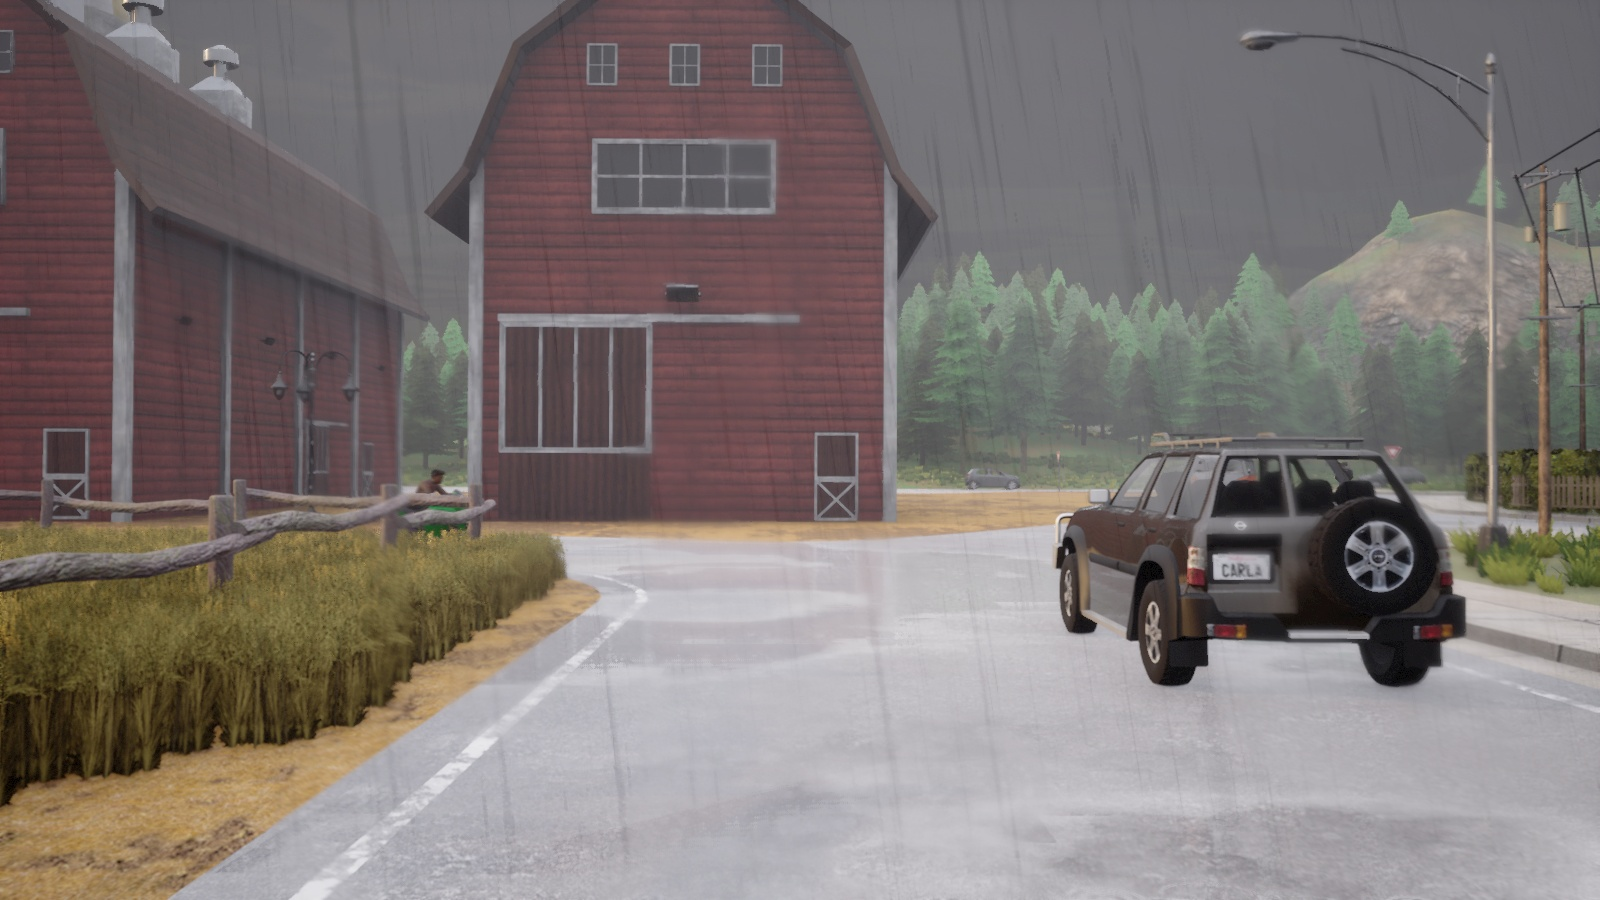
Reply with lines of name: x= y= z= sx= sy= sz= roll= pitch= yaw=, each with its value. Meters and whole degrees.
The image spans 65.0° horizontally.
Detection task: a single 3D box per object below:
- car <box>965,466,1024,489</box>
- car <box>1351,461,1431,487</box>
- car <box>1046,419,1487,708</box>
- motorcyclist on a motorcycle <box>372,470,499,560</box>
car: x=12.888 y=1.845 z=83.418 sx=3.633 sy=1.501 sz=1.845 roll=0 pitch=-1 yaw=0
car: x=40.832 y=1.627 z=86.847 sx=4.553 sy=1.767 sz=2.097 roll=0 pitch=-1 yaw=0
car: x=3.463 y=0.765 z=10.418 sx=1.932 sy=1.855 sz=4.605 roll=0 pitch=-1 yaw=0
motorcyclist on a motorcycle: x=-6.489 y=1.143 z=22.405 sx=2.044 sy=1.523 sz=0.797 roll=0 pitch=1 yaw=13
